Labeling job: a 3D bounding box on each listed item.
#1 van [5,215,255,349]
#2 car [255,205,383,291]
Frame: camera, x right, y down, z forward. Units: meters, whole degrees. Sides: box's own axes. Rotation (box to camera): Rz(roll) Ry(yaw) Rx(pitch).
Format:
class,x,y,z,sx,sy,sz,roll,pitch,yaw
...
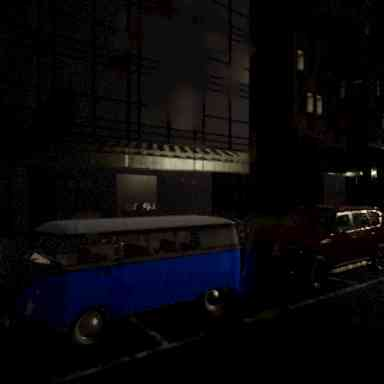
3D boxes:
class,x,y,z,sx,sy,sz,roll,pitch,yaw
van,-0.941,1.345,5.980,3.998,1.788,1.690,0,0,-36
car,3.620,1.324,9.245,5.009,1.841,2.192,0,0,-36
